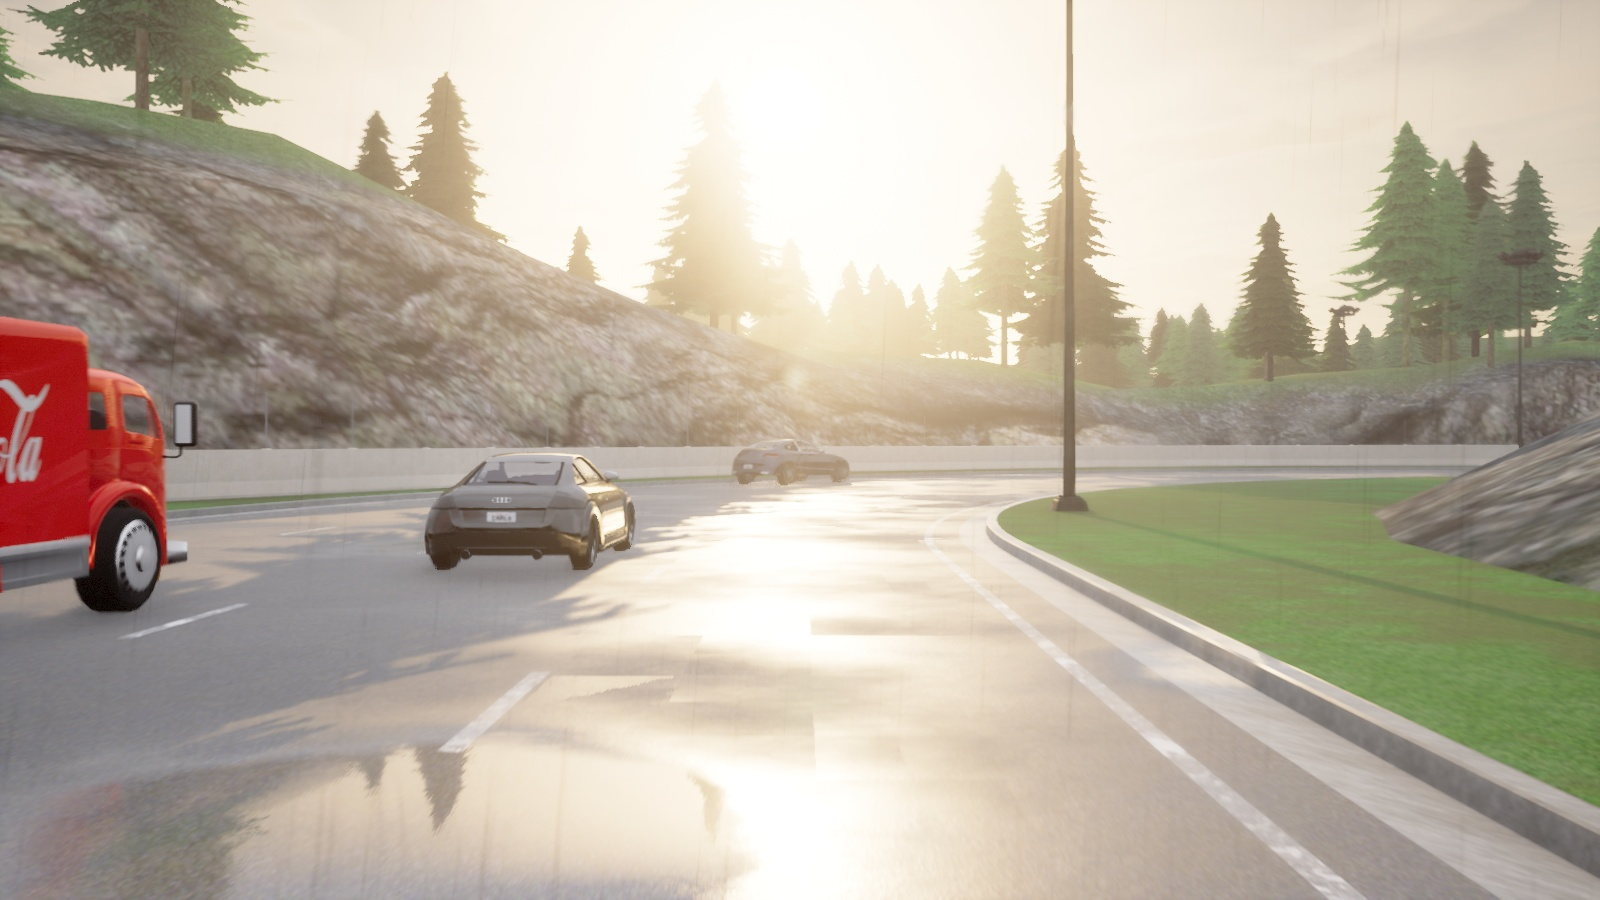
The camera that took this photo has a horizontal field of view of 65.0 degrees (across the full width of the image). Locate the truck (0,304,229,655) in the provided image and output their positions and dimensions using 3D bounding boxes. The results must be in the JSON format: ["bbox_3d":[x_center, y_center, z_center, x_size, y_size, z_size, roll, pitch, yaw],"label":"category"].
[{"bbox_3d":[-6.929,0.199,9.719,2.627,2.467,5.204,0,0,0],"label":"truck"}]

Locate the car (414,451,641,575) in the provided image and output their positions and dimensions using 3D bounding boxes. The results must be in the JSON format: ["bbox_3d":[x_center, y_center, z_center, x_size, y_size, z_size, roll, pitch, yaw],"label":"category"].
[{"bbox_3d":[-3.372,0.715,16.401,1.994,1.385,4.181,0,0,1],"label":"car"}]

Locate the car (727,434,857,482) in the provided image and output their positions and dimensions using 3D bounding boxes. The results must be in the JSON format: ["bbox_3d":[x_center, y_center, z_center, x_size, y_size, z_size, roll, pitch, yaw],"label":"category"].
[{"bbox_3d":[-0.227,0.265,46.038,2.152,1.651,5.027,0,0,37],"label":"car"}]
